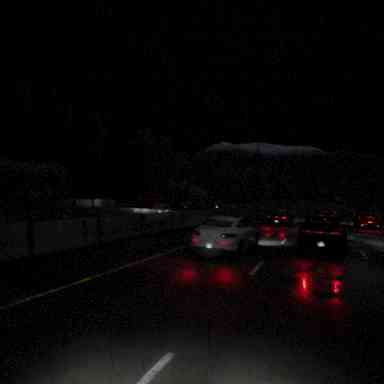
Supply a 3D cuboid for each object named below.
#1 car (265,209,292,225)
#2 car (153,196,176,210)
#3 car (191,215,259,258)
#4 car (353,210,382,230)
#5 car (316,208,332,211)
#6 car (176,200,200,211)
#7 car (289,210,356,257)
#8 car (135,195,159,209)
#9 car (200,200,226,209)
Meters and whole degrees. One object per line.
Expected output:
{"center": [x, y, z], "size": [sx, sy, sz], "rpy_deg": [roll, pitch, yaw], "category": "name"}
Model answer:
{"center": [7.659, 2.131, 28.912], "size": [1.895, 1.301, 4.718], "rpy_deg": [2, -1, 22], "category": "car"}
{"center": [-3.221, 1.831, 49.231], "size": [2.128, 1.511, 4.902], "rpy_deg": [2, -1, 22], "category": "car"}
{"center": [1.450, 1.638, 13.392], "size": [1.812, 1.442, 4.674], "rpy_deg": [2, 0, 22], "category": "car"}
{"center": [15.211, 2.349, 28.931], "size": [1.882, 1.535, 5.008], "rpy_deg": [2, -1, 22], "category": "car"}
{"center": [11.969, 2.219, 30.242], "size": [1.882, 1.535, 5.008], "rpy_deg": [2, -1, 22], "category": "car"}
{"center": [0.022, 1.960, 47.936], "size": [2.128, 1.511, 4.902], "rpy_deg": [2, -1, 22], "category": "car"}
{"center": [5.738, 1.796, 14.668], "size": [2.128, 1.511, 4.902], "rpy_deg": [2, 0, 22], "category": "car"}
{"center": [-6.471, 1.432, 50.477], "size": [2.150, 2.045, 5.566], "rpy_deg": [2, -2, 22], "category": "car"}
{"center": [3.241, 1.945, 46.553], "size": [2.097, 1.767, 4.553], "rpy_deg": [2, -1, 22], "category": "car"}
